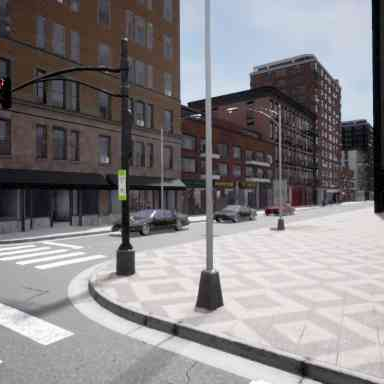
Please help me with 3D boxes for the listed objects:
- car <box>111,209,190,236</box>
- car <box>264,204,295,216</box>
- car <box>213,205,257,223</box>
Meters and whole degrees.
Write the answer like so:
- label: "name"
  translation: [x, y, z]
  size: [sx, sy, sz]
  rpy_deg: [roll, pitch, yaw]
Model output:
- label: "car"
  translation: [-2.270, 1.708, 19.986]
  size: [2.033, 1.411, 5.357]
  rpy_deg: [-1, -1, 36]
- label: "car"
  translation: [9.642, 1.929, 36.528]
  size: [1.895, 1.301, 4.718]
  rpy_deg: [-1, -1, 36]
- label: "car"
  translation: [3.760, 1.794, 28.373]
  size: [2.033, 1.411, 5.357]
  rpy_deg: [-1, -1, 35]
